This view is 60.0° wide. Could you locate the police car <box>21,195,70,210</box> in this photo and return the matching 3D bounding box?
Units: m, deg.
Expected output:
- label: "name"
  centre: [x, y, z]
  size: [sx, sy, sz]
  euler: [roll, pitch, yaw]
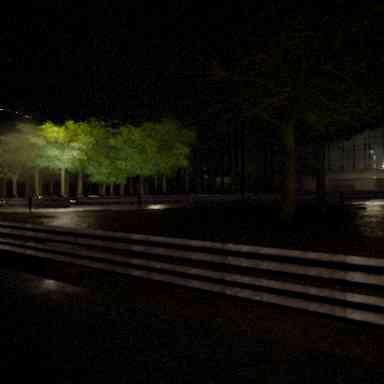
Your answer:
- label: "police car"
  centre: [-16.185, 1.130, 36.888]
  size: [5.238, 1.638, 1.930]
  euler: [-1, 0, 1]
